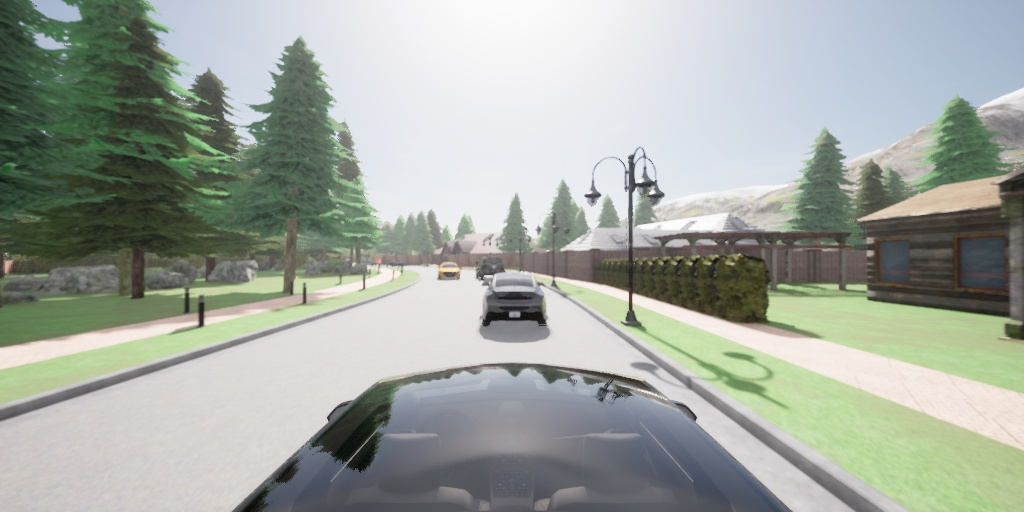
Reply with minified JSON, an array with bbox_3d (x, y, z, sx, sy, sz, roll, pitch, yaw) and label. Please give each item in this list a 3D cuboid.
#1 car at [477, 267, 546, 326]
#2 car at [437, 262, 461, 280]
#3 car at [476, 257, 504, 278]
[{"bbox_3d":[0.047,1.295,11.891,1.837,1.490,4.892,0,0,-1],"label":"car"},{"bbox_3d":[-5.806,1.348,32.983,1.882,1.535,5.008,0,0,-13],"label":"car"},{"bbox_3d":[-2.096,1.094,33.400,2.150,2.045,5.566,0,0,-12],"label":"car"}]
